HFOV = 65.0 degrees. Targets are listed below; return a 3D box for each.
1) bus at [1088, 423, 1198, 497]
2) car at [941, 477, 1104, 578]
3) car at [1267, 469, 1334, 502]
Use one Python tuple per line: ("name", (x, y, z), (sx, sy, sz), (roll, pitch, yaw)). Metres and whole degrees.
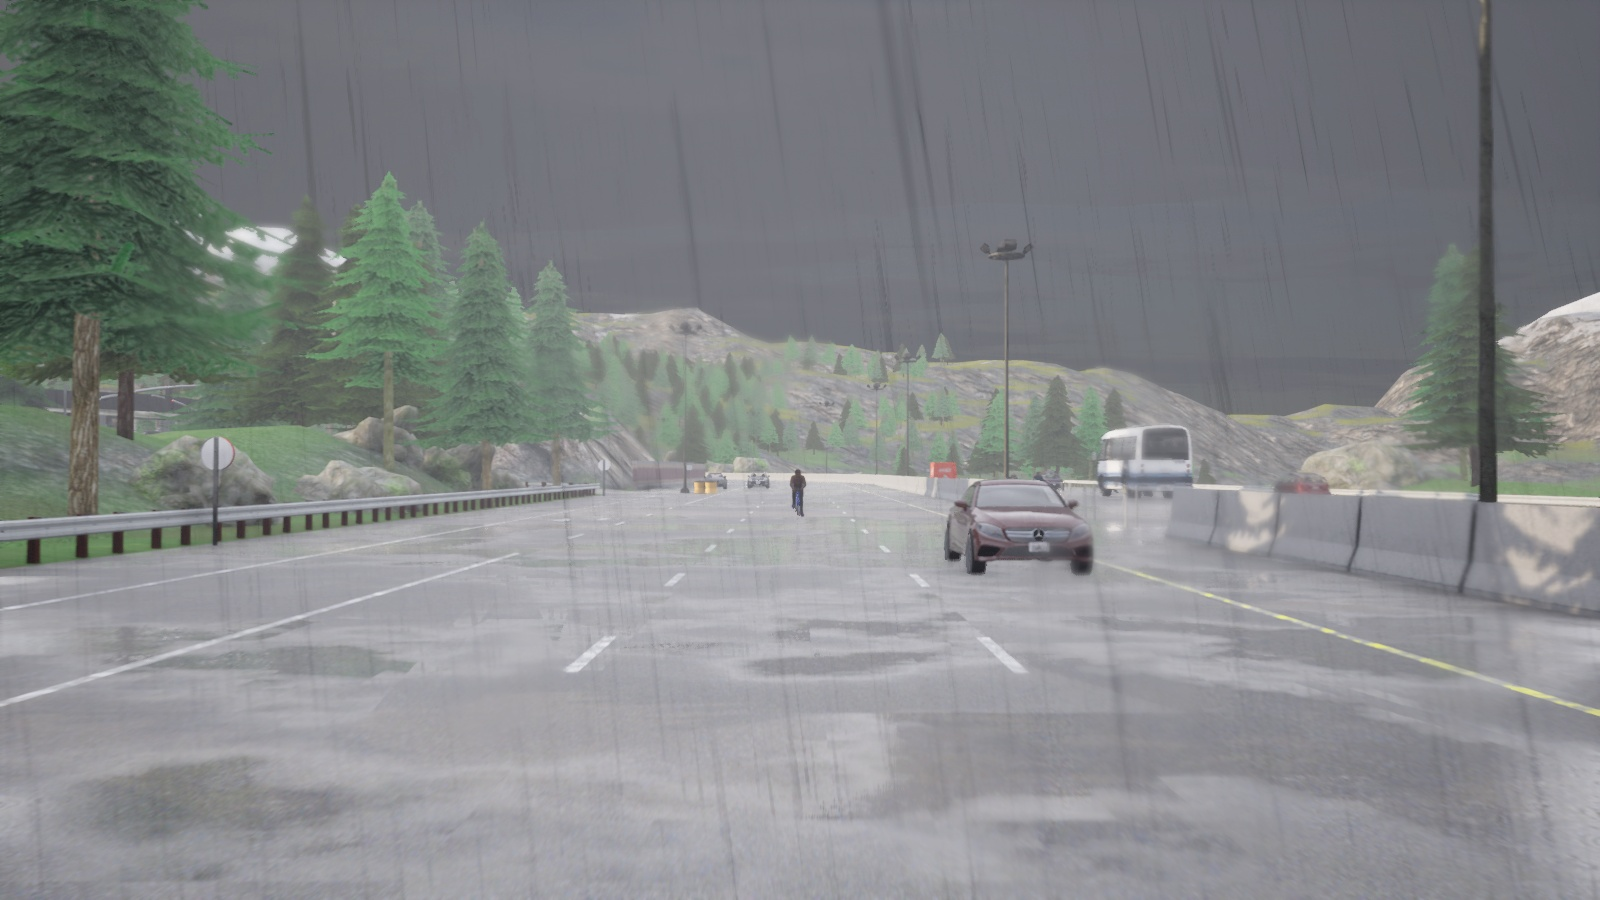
("bus", (20.901, 0.649, 77.325), (3.944, 4.253, 10.273), (0, -1, 0))
("car", (3.472, 1.169, 20.470), (1.812, 1.442, 4.674), (0, -1, 0))
("car", (24.425, 1.724, 61.387), (1.789, 1.549, 3.705), (0, -1, 0))
